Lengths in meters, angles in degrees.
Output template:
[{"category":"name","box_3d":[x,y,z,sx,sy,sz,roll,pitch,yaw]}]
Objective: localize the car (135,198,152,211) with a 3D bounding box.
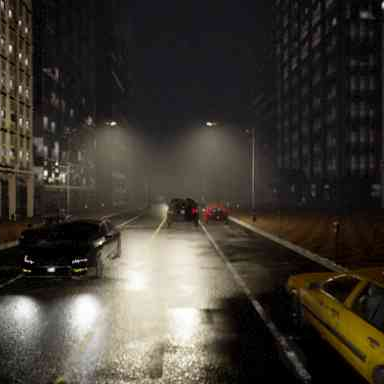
[{"category":"car","box_3d":[-7.301,1.951,48.744,1.752,1.417,4.829,-1,0,-2]}]

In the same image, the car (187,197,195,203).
[{"category":"car","box_3d":[-0.258,2.133,88.691,1.967,1.590,4.097,-1,0,-2]}]

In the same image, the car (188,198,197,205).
[{"category":"car","box_3d":[0.122,2.157,77.411,2.008,1.369,4.403,-1,0,-2]}]

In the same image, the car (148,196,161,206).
[{"category":"car","box_3d":[-7.878,1.874,65.829,2.192,1.841,5.009,-1,0,-2]}]

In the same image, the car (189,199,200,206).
[{"category":"car","box_3d":[0.501,2.070,66.132,2.008,1.369,4.403,-1,0,-2]}]

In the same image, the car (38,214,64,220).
[{"category":"car","box_3d":[-6.171,1.705,15.085,2.008,1.369,4.403,-1,0,-2]}]

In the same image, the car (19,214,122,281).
[{"category":"car","box_3d":[-3.404,1.606,10.295,1.837,1.490,4.892,0,0,-2]}]

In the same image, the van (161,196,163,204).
[{"category":"van","box_3d":[-8.256,1.988,77.105,1.690,1.788,3.998,-1,0,-2]}]

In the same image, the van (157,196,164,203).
[{"category":"van","box_3d":[-8.823,2.118,94.020,1.690,1.788,3.998,-1,0,-2]}]

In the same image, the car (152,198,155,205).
[{"category":"car","box_3d":[-7.495,2.054,54.551,1.802,1.307,4.206,-1,0,-2]}]

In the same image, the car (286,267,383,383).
[{"category":"car","box_3d":[2.577,1.548,4.269,1.752,1.417,4.829,-1,0,-2]}]

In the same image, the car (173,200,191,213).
[{"category":"car","box_3d":[-1.303,1.839,42.777,2.128,1.511,4.902,0,-1,-2]}]

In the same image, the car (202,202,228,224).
[{"category":"car","box_3d":[1.825,1.751,26.657,1.887,1.381,4.507,-1,0,-2]}]

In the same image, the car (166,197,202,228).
[{"category":"car","box_3d":[-0.690,1.423,24.355,2.150,2.045,5.566,0,0,-2]}]

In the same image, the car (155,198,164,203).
[{"category":"car","box_3d":[-8.631,2.284,88.380,2.008,1.369,4.403,-1,0,-2]}]
